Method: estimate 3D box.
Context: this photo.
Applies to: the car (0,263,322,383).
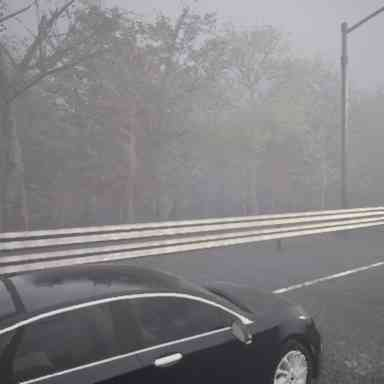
[{"bbox_3d":[-0.724,1.498,3.234,4.892,1.490,1.837,0,0,-35],"label":"car"}]
